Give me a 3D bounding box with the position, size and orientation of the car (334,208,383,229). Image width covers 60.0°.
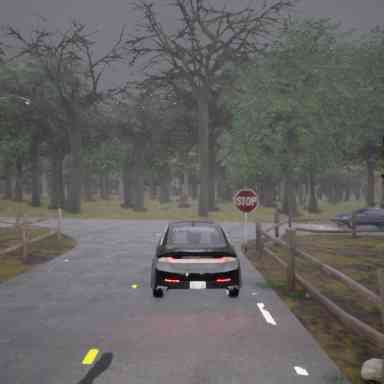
[{"bbox_3d":[12.654,1.857,23.917,4.674,1.442,1.812,1,0,-2],"label":"car"}]

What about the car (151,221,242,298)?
[{"bbox_3d":[0.035,1.491,8.520,2.128,1.511,4.902,0,0,-2],"label":"car"}]
